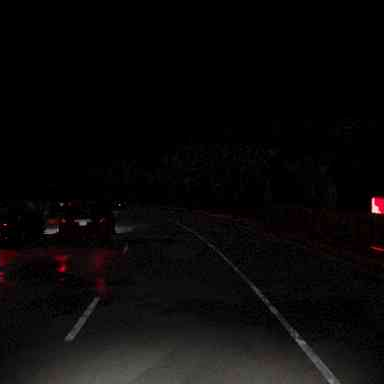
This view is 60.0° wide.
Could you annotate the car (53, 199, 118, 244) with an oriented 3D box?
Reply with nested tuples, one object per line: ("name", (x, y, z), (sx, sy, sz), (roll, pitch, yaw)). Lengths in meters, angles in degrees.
("car", (-4.926, 1.365, 16.077), (2.097, 1.767, 4.553), (0, 0, -9))

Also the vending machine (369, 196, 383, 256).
("vending machine", (7.227, 1.193, 12.073), (1.100, 2.100, 0.880), (0, 0, -6))

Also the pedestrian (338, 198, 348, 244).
("pedestrian", (5.918, 1.140, 13.246), (0.375, 1.860, 0.375), (-1, 0, -7))

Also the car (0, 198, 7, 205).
("car", (-27.466, 1.668, 47.071), (1.837, 1.490, 4.892), (0, -1, -32))

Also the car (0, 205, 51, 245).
("car", (-8.352, 1.521, 15.530), (1.837, 1.490, 4.892), (0, 0, -9))

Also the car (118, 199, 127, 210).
("car", (-10.120, 1.636, 44.562), (1.994, 1.385, 4.181), (0, 0, -24))

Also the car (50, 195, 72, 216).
("car", (-12.847, 1.281, 33.065), (2.150, 2.045, 5.566), (0, 0, -19))

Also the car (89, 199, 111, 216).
("car", (-9.430, 1.530, 33.776), (1.882, 1.535, 5.008), (0, 0, -19))
